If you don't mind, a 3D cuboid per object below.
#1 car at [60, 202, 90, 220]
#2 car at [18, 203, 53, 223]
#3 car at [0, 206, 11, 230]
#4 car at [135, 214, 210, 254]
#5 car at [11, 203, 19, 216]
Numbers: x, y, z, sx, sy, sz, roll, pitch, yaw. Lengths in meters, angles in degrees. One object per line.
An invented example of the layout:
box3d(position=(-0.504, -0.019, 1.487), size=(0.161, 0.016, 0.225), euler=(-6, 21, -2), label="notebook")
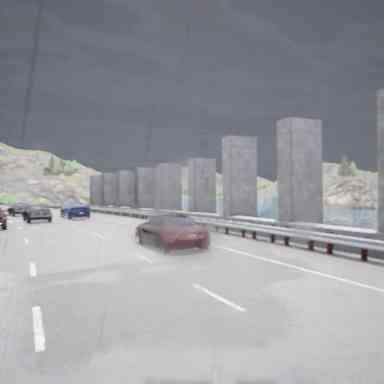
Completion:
box3d(position=(-11.201, 1.745, 31.692), size=(1.882, 1.535, 5.008), euler=(0, 0, -33), label="car")
box3d(position=(-13.206, 1.827, 28.379), size=(2.033, 1.411, 5.357), euler=(-1, 0, -32), label="car")
box3d(position=(-13.820, 1.615, 22.708), size=(2.097, 1.767, 4.553), euler=(-1, 0, -31), label="car")
box3d(position=(-0.951, 1.631, 14.145), size=(1.994, 1.385, 4.181), euler=(-1, 0, -28), label="car")
box3d(position=(-19.326, 1.941, 37.345), size=(2.033, 1.411, 5.357), euler=(-1, 0, -36), label="car")
